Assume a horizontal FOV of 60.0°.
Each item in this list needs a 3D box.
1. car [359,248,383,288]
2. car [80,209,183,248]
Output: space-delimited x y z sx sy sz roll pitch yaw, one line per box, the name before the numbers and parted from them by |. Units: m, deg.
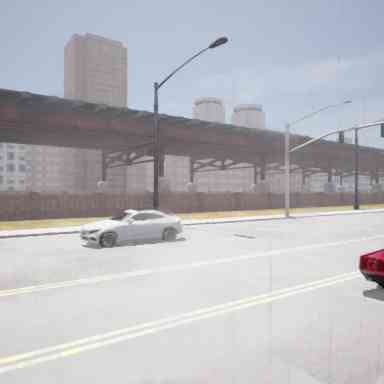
car | 6.107 1.601 7.939 4.718 1.301 1.895 0 0 -34
car | -2.570 1.525 14.914 4.674 1.442 1.812 0 0 -35
